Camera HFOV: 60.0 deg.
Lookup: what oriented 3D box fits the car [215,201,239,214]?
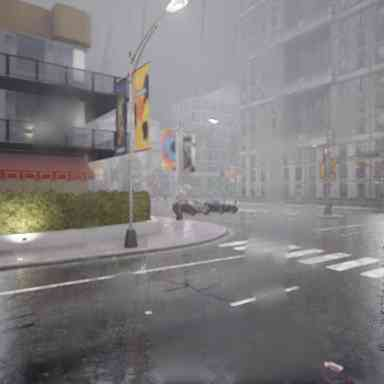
[{"bbox_3d":[2.648,1.547,34.427,1.895,1.301,4.718,0,0,-35],"label":"car"}]

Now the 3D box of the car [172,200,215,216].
[{"bbox_3d":[-0.202,1.480,32.396,1.812,1.442,4.674,0,0,-35],"label":"car"}]
